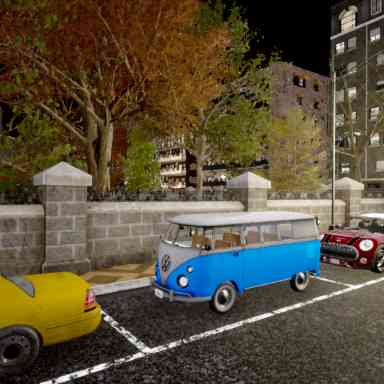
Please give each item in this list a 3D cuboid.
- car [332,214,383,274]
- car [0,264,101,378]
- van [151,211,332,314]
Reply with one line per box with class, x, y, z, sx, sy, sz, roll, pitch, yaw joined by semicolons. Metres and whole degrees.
car;5.678;1.442;10.584;4.097;1.590;1.967;0;1;-35
car;-3.608;1.525;3.976;4.829;1.417;1.752;0;1;-35
van;1.106;1.342;7.328;3.998;1.788;1.690;0;1;-35
